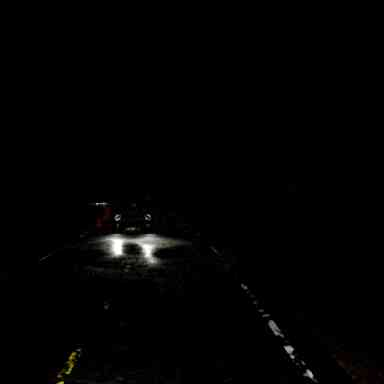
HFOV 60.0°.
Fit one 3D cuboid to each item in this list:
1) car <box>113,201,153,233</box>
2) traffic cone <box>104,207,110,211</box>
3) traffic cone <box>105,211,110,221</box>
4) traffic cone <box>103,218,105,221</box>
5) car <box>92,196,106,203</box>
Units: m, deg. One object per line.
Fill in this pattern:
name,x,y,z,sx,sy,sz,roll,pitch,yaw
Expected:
car,-3.434,1.352,19.609,2.097,1.767,4.553,0,0,-9
traffic cone,-7.796,1.955,31.008,0.340,0.580,0.340,0,0,-13
traffic cone,-6.792,1.954,26.202,0.340,0.580,0.340,0,0,-11
traffic cone,-5.950,1.955,21.366,0.340,0.580,0.340,0,0,-9
car,-18.956,1.568,67.571,1.994,1.385,4.181,0,0,-29
